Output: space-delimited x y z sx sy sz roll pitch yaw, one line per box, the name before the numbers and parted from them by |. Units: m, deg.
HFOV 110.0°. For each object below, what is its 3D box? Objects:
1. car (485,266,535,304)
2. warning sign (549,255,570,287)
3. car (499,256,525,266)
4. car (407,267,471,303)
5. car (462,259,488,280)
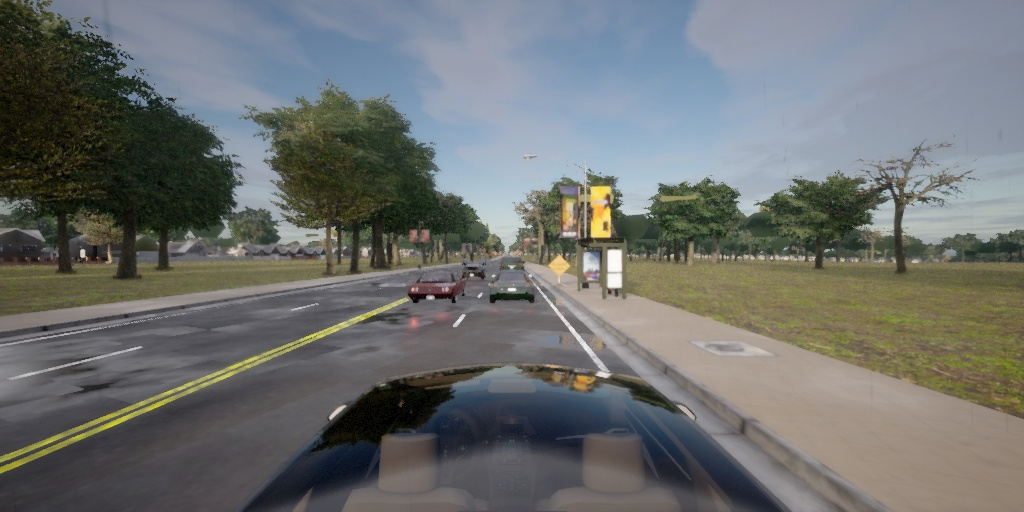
car | 0.000 1.329 16.482 1.994 1.385 4.181 0 0 0
warning sign | 2.850 0.876 21.697 1.300 1.860 1.060 0 0 0
car | 0.000 1.032 31.512 2.150 2.045 5.566 0 0 0
car | -3.250 1.374 16.512 1.895 1.301 4.718 0 0 0
car | -3.250 1.291 31.483 1.837 1.490 4.892 0 0 0
